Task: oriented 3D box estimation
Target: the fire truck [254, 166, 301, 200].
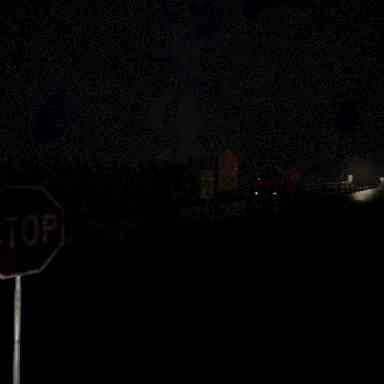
[{"bbox_3d":[10.557,-1.159,40.272,2.891,3.827,8.468,2,3,36],"label":"fire truck"}]
